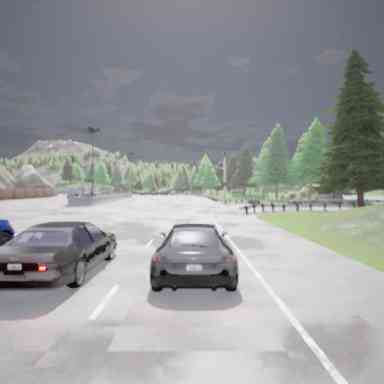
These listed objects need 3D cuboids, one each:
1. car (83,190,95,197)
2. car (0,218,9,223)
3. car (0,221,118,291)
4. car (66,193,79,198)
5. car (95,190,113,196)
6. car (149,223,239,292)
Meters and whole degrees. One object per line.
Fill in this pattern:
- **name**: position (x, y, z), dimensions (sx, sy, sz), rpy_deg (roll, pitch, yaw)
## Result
- **car**: position (-25.066, 0.809, 80.757), dimensions (1.994, 1.385, 4.181), rpy_deg (0, 1, 0)
- **car**: position (-6.925, 1.171, 8.779), dimensions (2.150, 2.045, 5.566), rpy_deg (0, 0, -2)
- **car**: position (-3.448, 1.494, 8.983), dimensions (2.033, 1.411, 5.357), rpy_deg (0, 0, 0)
- **car**: position (-28.555, 0.820, 79.669), dimensions (1.994, 1.385, 4.181), rpy_deg (0, 1, 0)
- **car**: position (-21.589, 0.602, 81.742), dimensions (2.097, 1.767, 4.553), rpy_deg (0, 1, 0)
- **car**: position (0.050, 1.512, 8.825), dimensions (1.994, 1.385, 4.181), rpy_deg (0, 0, 0)
